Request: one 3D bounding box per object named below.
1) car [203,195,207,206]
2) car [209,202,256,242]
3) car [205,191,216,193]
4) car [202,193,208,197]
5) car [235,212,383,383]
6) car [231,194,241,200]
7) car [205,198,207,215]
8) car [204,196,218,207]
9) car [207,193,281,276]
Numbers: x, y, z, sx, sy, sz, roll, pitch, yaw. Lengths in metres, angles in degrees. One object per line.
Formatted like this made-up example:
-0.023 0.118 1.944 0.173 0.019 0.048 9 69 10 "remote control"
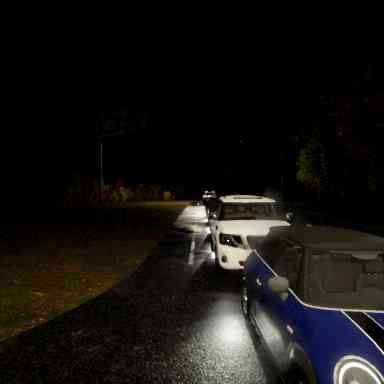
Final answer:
2.179 1.322 29.326 1.882 1.535 5.008 0 0 1 "car"
1.876 1.384 16.825 1.882 1.535 5.008 0 0 1 "car"
2.874 0.938 54.421 2.150 2.045 5.566 0 0 2 "car"
2.491 1.275 41.580 2.128 1.511 4.902 0 0 2 "car"
1.940 1.338 4.138 2.097 1.767 4.553 0 0 0 "car"
10.387 1.107 78.974 1.812 1.442 4.674 0 0 1 "car"
2.028 1.380 23.072 1.837 1.490 4.892 0 0 1 "car"
2.682 1.314 47.988 1.994 1.385 4.181 0 0 3 "car"
1.733 1.160 10.485 2.150 2.045 5.566 0 0 1 "car"
